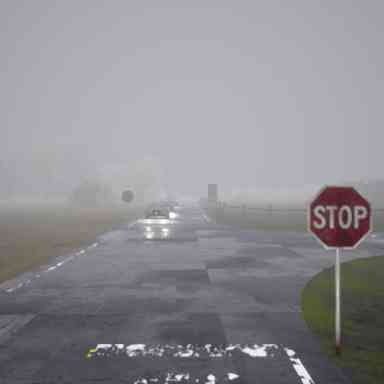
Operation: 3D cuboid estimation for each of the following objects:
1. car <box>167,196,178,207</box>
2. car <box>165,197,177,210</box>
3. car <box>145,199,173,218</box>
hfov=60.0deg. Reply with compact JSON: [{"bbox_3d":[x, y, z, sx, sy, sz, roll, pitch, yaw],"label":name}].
[{"bbox_3d":[-3.279,1.401,52.984,2.097,1.767,4.553,0,0,-2],"label":"car"},{"bbox_3d":[-3.111,1.630,39.836,1.895,1.301,4.718,0,0,-1],"label":"car"},{"bbox_3d":[-2.998,1.580,29.719,1.994,1.385,4.181,0,0,-1],"label":"car"}]
